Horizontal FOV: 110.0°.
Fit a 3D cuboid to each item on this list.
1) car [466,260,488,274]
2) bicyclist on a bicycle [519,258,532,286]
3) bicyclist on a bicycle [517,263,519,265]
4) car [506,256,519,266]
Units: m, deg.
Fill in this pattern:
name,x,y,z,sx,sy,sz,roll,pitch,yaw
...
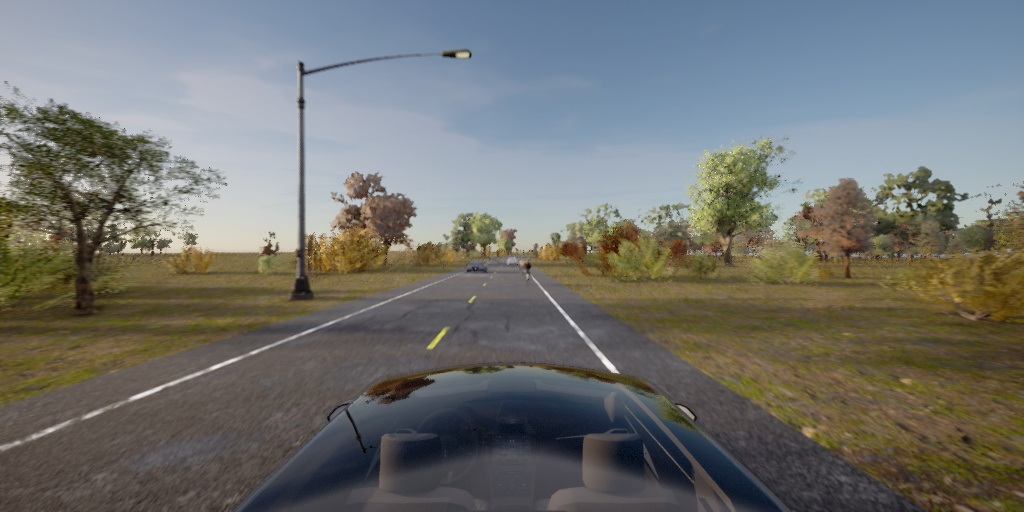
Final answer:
name,x,y,z,sx,sy,sz,roll,pitch,yaw
car,-3.573,1.074,37.155,1.994,1.385,4.181,0,0,0
bicyclist on a bicycle,0.957,0.984,22.839,0.659,1.776,1.843,0,1,0
bicyclist on a bicycle,0.933,0.980,32.688,0.866,1.612,1.509,0,0,0
car,0.035,0.866,58.863,1.812,1.442,4.674,0,0,0
